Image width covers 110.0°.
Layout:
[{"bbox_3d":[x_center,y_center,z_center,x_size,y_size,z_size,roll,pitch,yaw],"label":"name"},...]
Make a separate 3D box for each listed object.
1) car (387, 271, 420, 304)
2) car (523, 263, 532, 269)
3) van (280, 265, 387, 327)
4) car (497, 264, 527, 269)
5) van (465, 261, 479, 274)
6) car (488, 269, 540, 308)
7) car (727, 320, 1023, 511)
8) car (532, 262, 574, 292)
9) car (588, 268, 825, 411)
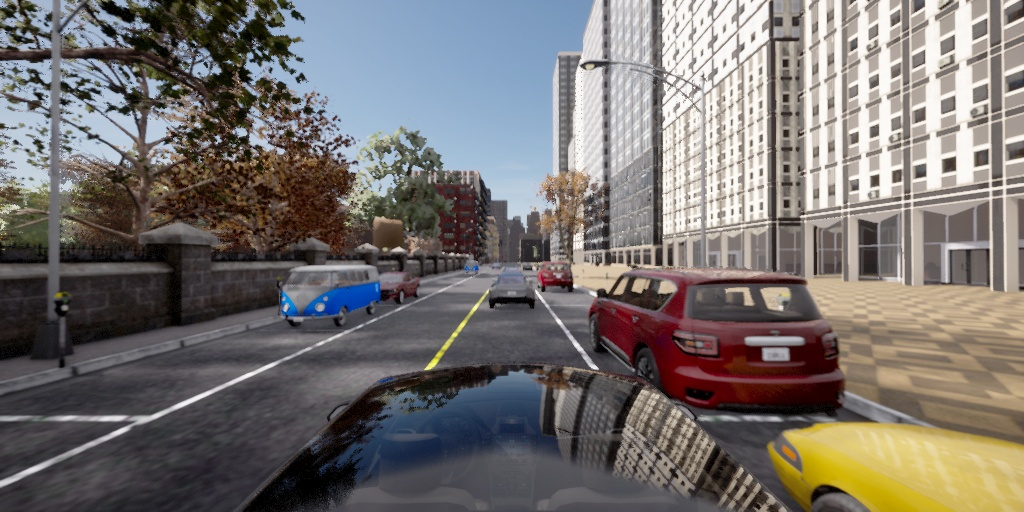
[{"bbox_3d":[-5.696,1.447,17.291,1.888,1.381,4.507,0,0,0],"label":"car"},{"bbox_3d":[2.674,1.953,62.346,1.948,1.339,4.313,0,0,0],"label":"car"},{"bbox_3d":[-5.694,1.187,11.660,1.690,1.789,3.998,0,0,0],"label":"van"},{"bbox_3d":[-0.003,1.610,31.170,1.994,1.385,4.181,0,-1,0],"label":"car"},{"bbox_3d":[-5.703,1.601,51.080,1.690,1.789,3.998,0,0,0],"label":"van"},{"bbox_3d":[-0.001,1.455,16.163,1.994,1.385,4.181,0,-1,0],"label":"car"},{"bbox_3d":[2.688,1.263,0.567,1.751,1.417,4.829,0,0,0],"label":"car"},{"bbox_3d":[2.683,1.274,22.925,2.192,1.841,5.009,0,0,0],"label":"car"},{"bbox_3d":[2.687,1.106,6.030,2.192,1.841,5.009,0,0,0],"label":"car"}]
